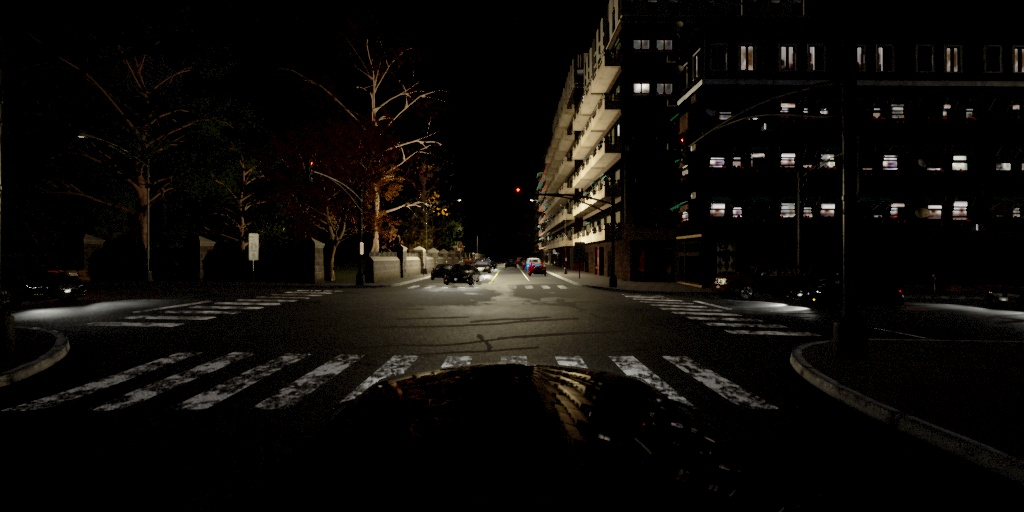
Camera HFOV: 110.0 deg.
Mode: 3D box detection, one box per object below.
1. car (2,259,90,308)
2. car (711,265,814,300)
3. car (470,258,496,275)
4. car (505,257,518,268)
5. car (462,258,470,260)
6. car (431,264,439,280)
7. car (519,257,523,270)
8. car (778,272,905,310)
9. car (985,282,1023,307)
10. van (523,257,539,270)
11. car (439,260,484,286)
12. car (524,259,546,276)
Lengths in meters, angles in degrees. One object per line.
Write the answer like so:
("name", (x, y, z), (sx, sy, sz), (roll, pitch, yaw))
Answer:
("car", (-18.207, 0.954, 12.704), (4.892, 1.490, 1.837), (1, 0, -1))
("car", (13.372, 1.353, 18.941), (5.009, 1.841, 2.192), (0, 0, -1))
("car", (-3.278, 1.264, 40.477), (2.128, 1.511, 4.902), (0, 0, 0))
("car", (-0.181, 1.366, 61.557), (1.994, 1.385, 4.181), (0, 0, 0))
("car", (-5.876, 1.300, 42.283), (1.751, 1.417, 4.829), (0, 0, 0))
("car", (-5.825, 1.330, 31.192), (1.948, 1.339, 4.313), (0, 0, 0))
("car", (2.450, 1.229, 53.752), (1.967, 1.591, 4.097), (0, 0, 0))
("car", (15.115, 1.623, 16.377), (4.181, 1.385, 1.994), (1, 0, -1))
("car", (24.952, 1.764, 16.523), (4.674, 1.442, 1.812), (1, 0, -1))
("van", (2.503, 1.115, 42.492), (1.690, 1.789, 3.998), (0, 0, 0))
("car", (-3.448, 1.264, 25.469), (1.837, 1.490, 4.892), (0, 0, 4))
("car", (2.529, 1.314, 36.861), (1.888, 1.381, 4.507), (0, 0, 0))
